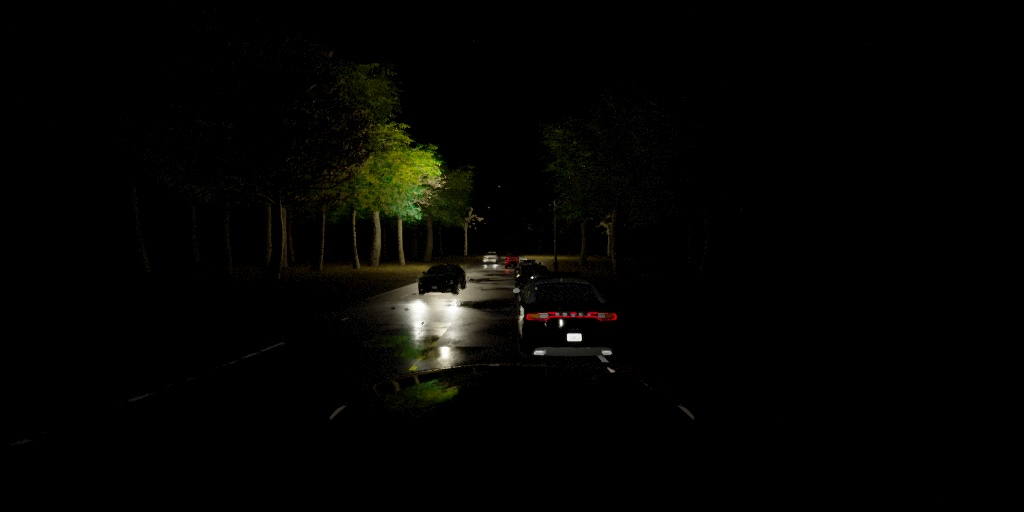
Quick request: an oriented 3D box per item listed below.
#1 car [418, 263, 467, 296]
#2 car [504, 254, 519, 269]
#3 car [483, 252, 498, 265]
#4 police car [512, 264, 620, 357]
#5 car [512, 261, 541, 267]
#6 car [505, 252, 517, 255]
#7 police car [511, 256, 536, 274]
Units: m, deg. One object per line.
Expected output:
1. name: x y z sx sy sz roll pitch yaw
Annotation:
1. car: -3.588 1.166 19.088 1.882 1.535 5.008 0 0 0
2. car: 0.059 0.898 47.254 1.812 1.442 4.674 0 1 1
3. car: -3.550 0.300 59.755 2.150 2.045 5.566 0 2 0
4. police car: 1.056 1.166 8.645 1.930 1.638 5.238 0 0 0
5. car: 1.061 1.198 18.534 1.837 1.490 4.892 0 0 0
6. car: 0.035 0.288 60.139 2.150 2.045 5.566 0 2 0
7. police car: 1.065 1.068 24.645 1.930 1.638 5.238 0 0 0
